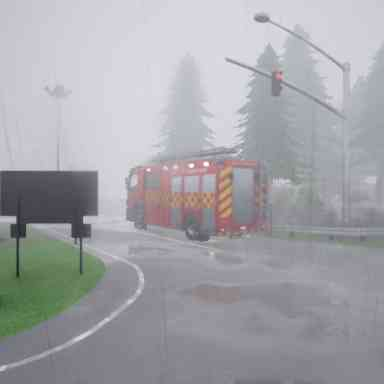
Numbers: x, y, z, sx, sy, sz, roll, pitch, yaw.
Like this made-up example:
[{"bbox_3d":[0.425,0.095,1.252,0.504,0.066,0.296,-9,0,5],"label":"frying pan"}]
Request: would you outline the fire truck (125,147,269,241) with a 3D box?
[{"bbox_3d":[-0.279,0.141,16.622,2.891,3.827,8.468,0,0,-35],"label":"fire truck"}]
